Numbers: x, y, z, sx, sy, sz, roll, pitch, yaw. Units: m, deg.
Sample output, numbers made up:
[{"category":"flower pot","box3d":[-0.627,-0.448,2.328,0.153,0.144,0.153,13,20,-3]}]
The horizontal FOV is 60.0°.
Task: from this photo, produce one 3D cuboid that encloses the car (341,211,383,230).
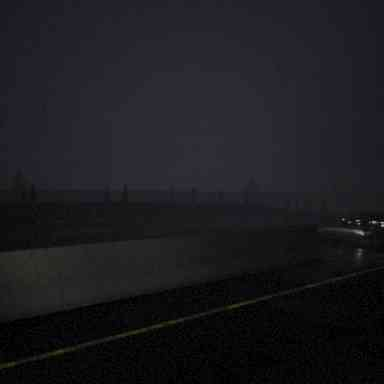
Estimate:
[{"category":"car","box3d":[14.019,2.279,26.820,4.892,1.490,1.837,6,-4,-35]}]
